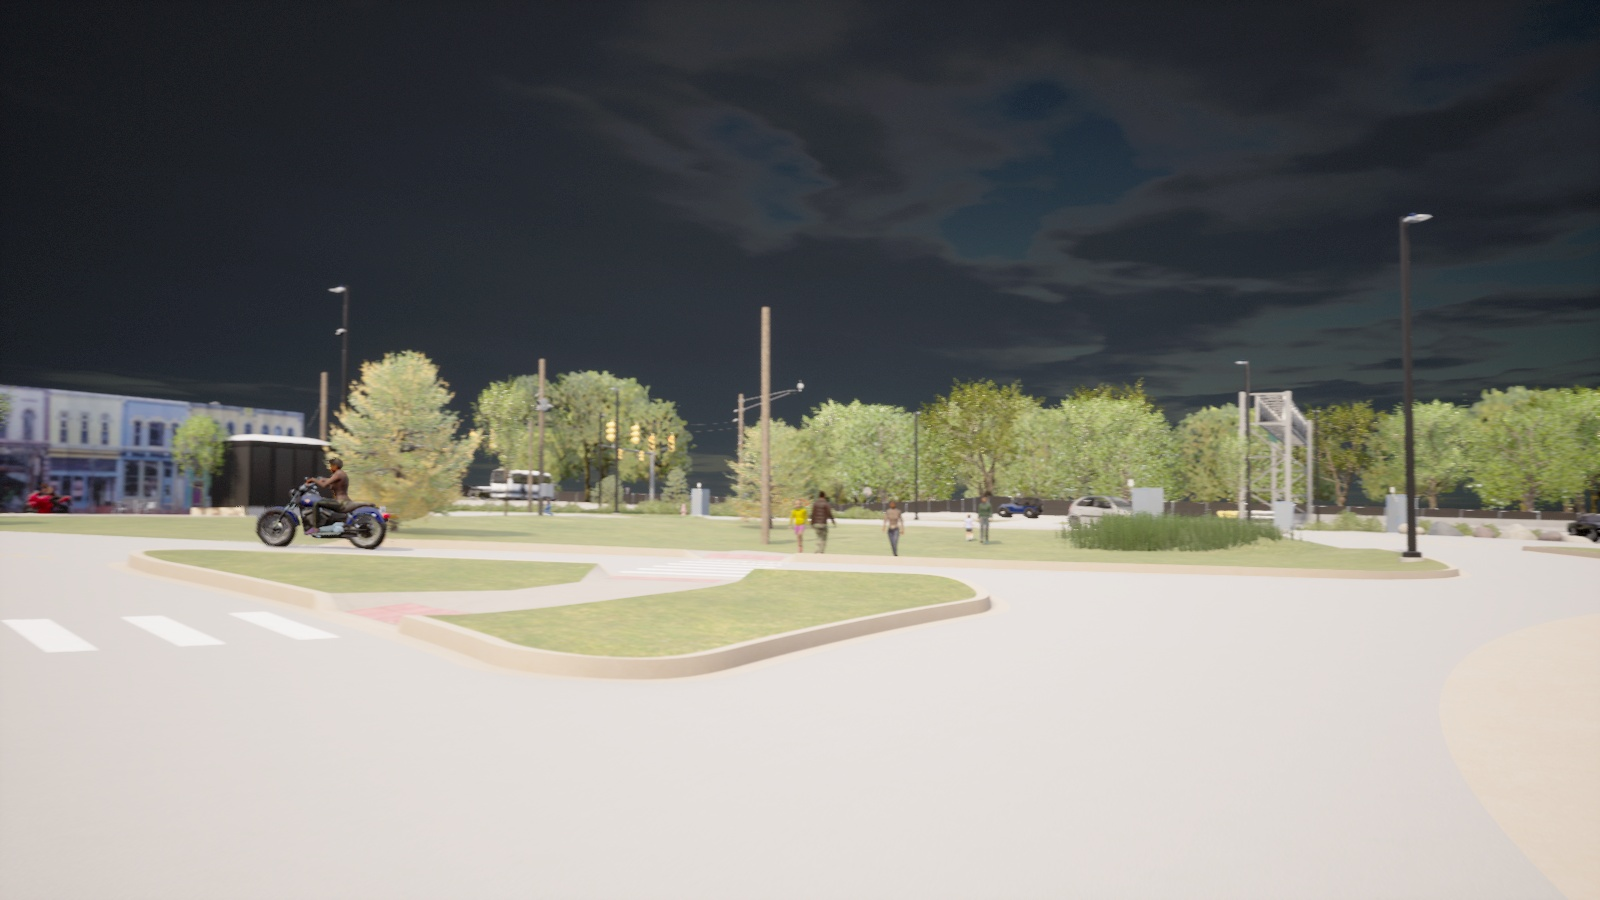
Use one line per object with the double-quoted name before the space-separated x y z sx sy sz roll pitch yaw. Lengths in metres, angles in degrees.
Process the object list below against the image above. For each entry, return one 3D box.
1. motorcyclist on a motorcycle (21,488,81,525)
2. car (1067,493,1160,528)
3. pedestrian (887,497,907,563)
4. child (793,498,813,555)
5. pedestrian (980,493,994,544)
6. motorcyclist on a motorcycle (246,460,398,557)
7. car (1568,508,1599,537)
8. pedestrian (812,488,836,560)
"motorcyclist on a motorcycle" -31.436 2.387 52.727 0.797 1.523 2.044 -2 -4 25
"car" 14.877 2.837 59.707 1.851 1.617 3.988 2 -2 -38
"pedestrian" 2.726 2.236 35.221 0.328 1.805 0.869 -1 -3 18
"child" 0.069 1.580 25.956 0.299 1.160 0.473 -1 -3 14
"pedestrian" 6.867 2.513 46.160 0.353 1.847 0.614 -1 -3 20
"motorcyclist on a motorcycle" -8.434 1.024 22.222 2.350 1.649 0.766 1 -2 3
"car" 37.416 3.361 58.284 1.895 1.301 4.718 1 -2 17
"pedestrian" 0.625 1.931 32.744 0.431 1.840 0.703 -1 -3 18
